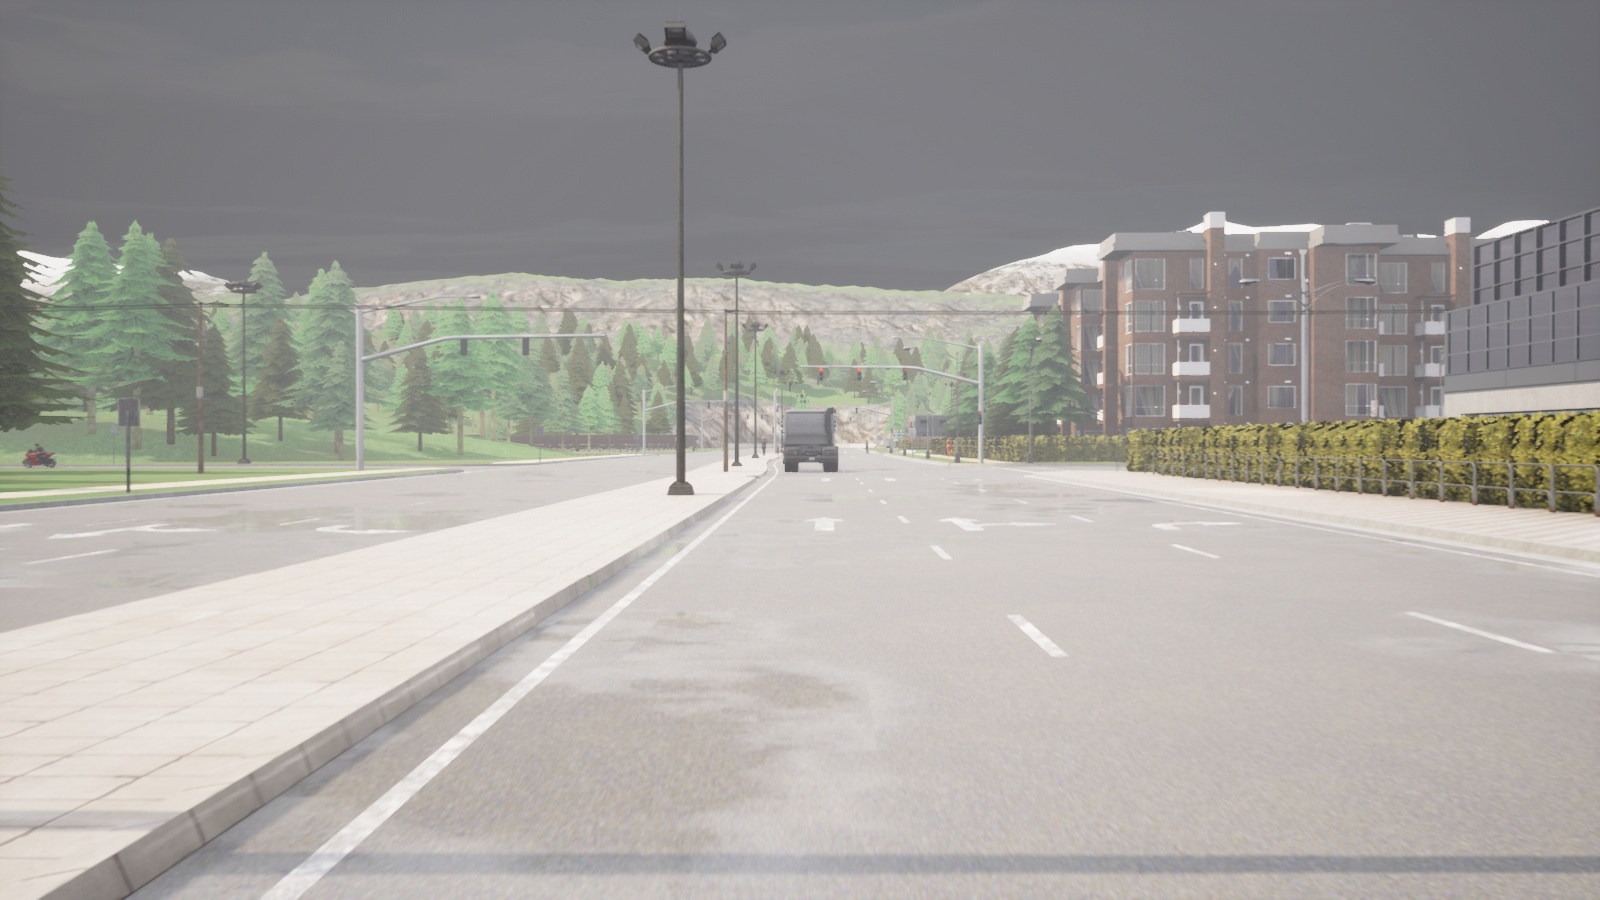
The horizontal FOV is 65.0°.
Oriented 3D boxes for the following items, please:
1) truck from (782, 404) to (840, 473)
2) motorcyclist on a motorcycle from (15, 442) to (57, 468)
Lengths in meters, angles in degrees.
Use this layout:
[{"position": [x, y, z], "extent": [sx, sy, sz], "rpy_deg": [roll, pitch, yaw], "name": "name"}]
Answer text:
[{"position": [0.513, -0.614, 67.342], "extent": [2.891, 3.462, 7.936], "rpy_deg": [0, 0, -1], "name": "truck"}, {"position": [-45.409, 0.272, 74.622], "extent": [2.044, 1.523, 0.797], "rpy_deg": [0, 0, 1], "name": "motorcyclist on a motorcycle"}]
